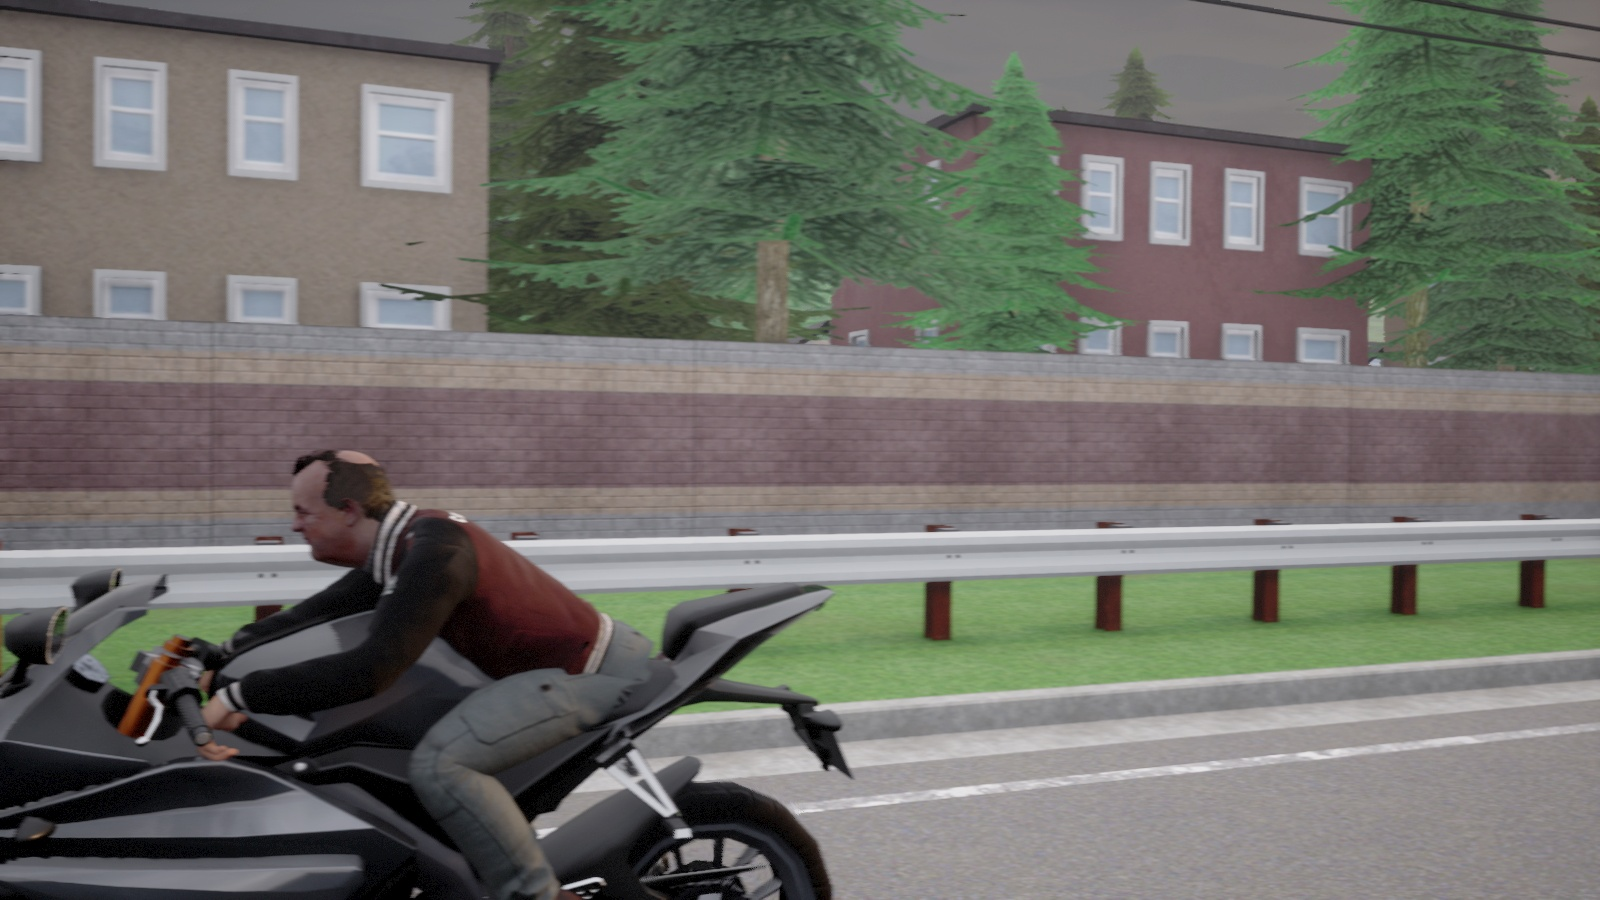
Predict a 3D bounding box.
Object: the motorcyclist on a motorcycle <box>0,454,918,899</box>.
[{"bbox_3d":[-0.908,0.797,2.895,2.191,1.530,0.866,-1,1,-21],"label":"motorcyclist on a motorcycle"}]
